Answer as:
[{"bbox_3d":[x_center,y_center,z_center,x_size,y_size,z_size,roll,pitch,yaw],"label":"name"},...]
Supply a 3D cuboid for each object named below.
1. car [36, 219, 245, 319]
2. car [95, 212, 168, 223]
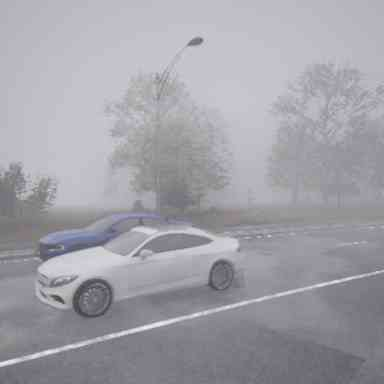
[{"bbox_3d":[-0.894,1.494,7.403,4.674,1.442,1.812,0,0,-33],"label":"car"},{"bbox_3d":[-2.205,1.432,10.732,5.008,1.535,1.882,0,0,-33],"label":"car"}]
